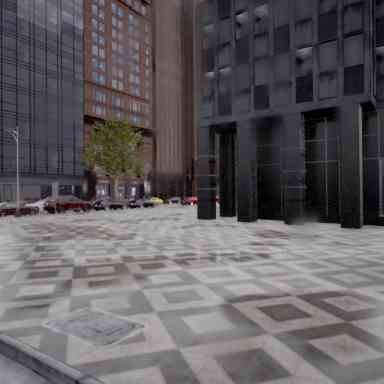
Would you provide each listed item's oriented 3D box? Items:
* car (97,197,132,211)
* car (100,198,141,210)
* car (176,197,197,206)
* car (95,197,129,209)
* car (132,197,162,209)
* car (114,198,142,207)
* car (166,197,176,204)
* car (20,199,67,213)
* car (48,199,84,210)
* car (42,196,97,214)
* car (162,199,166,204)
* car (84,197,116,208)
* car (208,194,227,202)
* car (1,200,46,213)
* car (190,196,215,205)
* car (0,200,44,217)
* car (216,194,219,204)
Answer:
[{"bbox_3d":[-9.602,1.524,39.109,1.947,1.339,4.313,-1,0,35],"label":"car"},{"bbox_3d":[-9.313,1.523,44.047,2.033,1.411,5.357,-1,0,35],"label":"car"},{"bbox_3d":[0.016,1.461,53.024,1.887,1.381,4.507,-1,0,35],"label":"car"},{"bbox_3d":[-11.191,1.536,46.947,1.812,1.442,4.674,-1,0,35],"label":"car"},{"bbox_3d":[-6.396,1.508,43.747,1.947,1.339,4.313,-1,0,35],"label":"car"},{"bbox_3d":[-10.199,1.611,53.237,1.802,1.307,4.206,-1,0,35],"label":"car"},{"bbox_3d":[-3.785,1.573,62.516,1.947,1.339,4.313,-1,0,35],"label":"car"},{"bbox_3d":[-17.050,1.566,38.482,1.812,1.442,4.674,-1,0,34],"label":"car"},{"bbox_3d":[-16.612,1.641,43.960,1.802,1.307,4.206,-1,0,35],"label":"car"},{"bbox_3d":[-12.811,1.289,34.472,2.192,1.841,5.009,-1,0,35],"label":"car"},{"bbox_3d":[-7.089,1.543,57.736,1.752,1.417,4.829,-1,0,35],"label":"car"},{"bbox_3d":[-13.407,1.483,48.598,1.967,1.590,4.097,-1,0,35],"label":"car"},{"bbox_3d":[5.833,1.295,76.433,2.192,1.841,5.009,-1,0,35],"label":"car"},{"bbox_3d":[-19.819,1.641,39.321,1.947,1.339,4.313,-1,0,35],"label":"car"},{"bbox_3d":[1.981,1.481,60.409,2.033,1.411,5.357,-1,0,35],"label":"car"},{"bbox_3d":[-16.015,1.575,29.832,1.802,1.307,4.206,-1,0,35],"label":"car"},{"bbox_3d":[3.221,1.221,57.664,2.192,1.841,5.009,-1,0,35],"label":"car"}]
